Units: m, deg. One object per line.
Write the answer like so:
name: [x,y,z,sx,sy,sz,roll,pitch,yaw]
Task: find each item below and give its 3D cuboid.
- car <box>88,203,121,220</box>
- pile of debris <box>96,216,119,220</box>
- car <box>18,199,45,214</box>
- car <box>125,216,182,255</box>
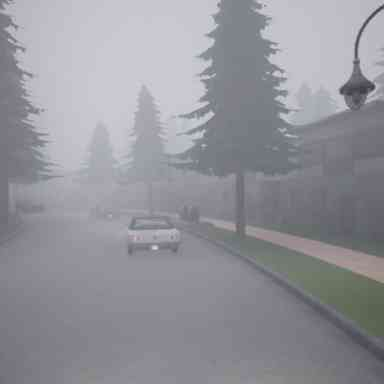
car: [-7.772,1.654,29.219,1.895,1.301,4.718,0,0,-28]
pile of debris: [-7.224,2.226,28.415,1.500,0.140,1.860,0,0,-28]
car: [-18.155,1.591,37.547,1.882,1.535,5.008,0,0,-42]
car: [-1.766,1.616,13.551,1.895,1.301,4.718,0,0,-13]
